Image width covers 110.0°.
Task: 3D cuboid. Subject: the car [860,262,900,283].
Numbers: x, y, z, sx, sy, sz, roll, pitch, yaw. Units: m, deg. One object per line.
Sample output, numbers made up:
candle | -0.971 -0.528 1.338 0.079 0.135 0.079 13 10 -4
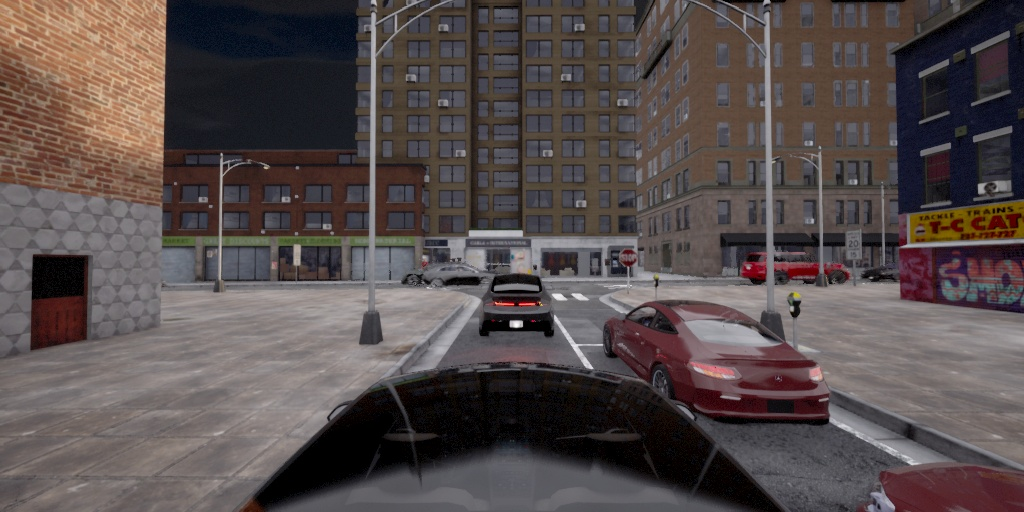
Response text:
car | 27.317 1.090 24.594 5.357 1.411 2.033 0 -1 0

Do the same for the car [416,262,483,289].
car | -2.987 1.249 21.819 4.902 1.511 2.128 0 -1 0

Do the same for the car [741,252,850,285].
car | 16.992 0.788 21.708 5.566 2.045 2.150 0 -1 0

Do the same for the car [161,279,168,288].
car | -24.447 1.561 21.939 5.357 1.411 2.033 -1 -1 0

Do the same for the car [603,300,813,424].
car | 2.645 1.333 5.608 1.802 1.307 4.207 0 0 0

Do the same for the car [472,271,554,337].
car | 0.141 1.257 10.348 1.837 1.490 4.892 0 0 1

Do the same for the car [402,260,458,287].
car | -5.186 1.180 24.783 4.553 1.767 2.097 -1 -1 0

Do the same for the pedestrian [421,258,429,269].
pedestrian | -6.780 1.042 27.706 0.375 1.860 0.375 0 -1 0

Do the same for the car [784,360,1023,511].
car | 2.636 1.331 0.169 1.802 1.307 4.207 0 0 0
